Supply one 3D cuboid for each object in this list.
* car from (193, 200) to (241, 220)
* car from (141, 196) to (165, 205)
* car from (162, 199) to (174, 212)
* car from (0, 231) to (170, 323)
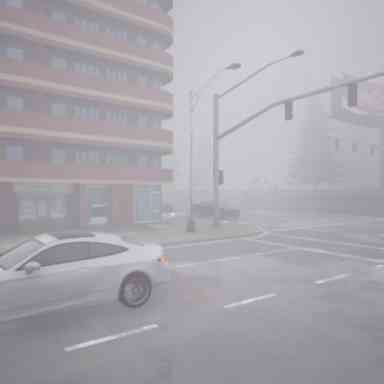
[{"bbox_3d":[2.072,1.480,28.806,1.882,1.535,5.008,0,0,-36],"label":"car"},{"bbox_3d":[-6.968,1.496,59.582,2.128,1.511,4.902,0,0,-36],"label":"car"},{"bbox_3d":[-3.720,1.567,36.821,1.994,1.385,4.181,0,0,-36],"label":"car"},{"bbox_3d":[-2.629,1.526,6.401,4.674,1.442,1.812,0,0,-35],"label":"car"}]
